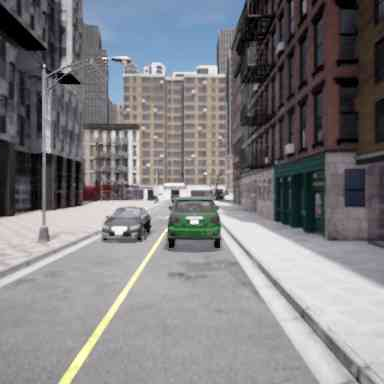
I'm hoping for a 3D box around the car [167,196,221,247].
[{"bbox_3d":[0.092,1.213,15.124,2.150,2.045,5.566,0,0,0],"label":"car"}]

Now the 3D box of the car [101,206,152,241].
[{"bbox_3d":[-3.105,1.482,16.578,2.128,1.511,4.902,0,0,0],"label":"car"}]

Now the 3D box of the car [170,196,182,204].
[{"bbox_3d":[-3.021,1.500,63.536,1.895,1.301,4.718,0,0,0],"label":"car"}]

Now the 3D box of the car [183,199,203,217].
[{"bbox_3d":[0.089,1.475,32.562,1.837,1.490,4.892,0,0,0],"label":"car"}]
